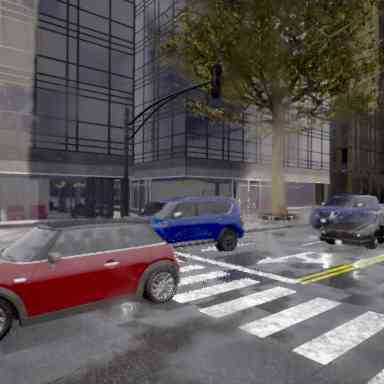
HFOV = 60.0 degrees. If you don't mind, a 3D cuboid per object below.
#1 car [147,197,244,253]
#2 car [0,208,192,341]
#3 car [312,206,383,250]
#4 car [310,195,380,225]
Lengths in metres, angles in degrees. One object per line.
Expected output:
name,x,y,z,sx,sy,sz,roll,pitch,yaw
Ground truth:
car,-0.501,1.219,12.133,5.566,2.045,2.150,0,0,-39
car,-2.480,1.348,6.377,4.553,1.767,2.097,0,0,-39
car,7.771,1.552,14.600,5.357,1.411,2.033,0,0,-39
car,9.400,1.223,20.077,5.566,2.045,2.150,0,0,-39
